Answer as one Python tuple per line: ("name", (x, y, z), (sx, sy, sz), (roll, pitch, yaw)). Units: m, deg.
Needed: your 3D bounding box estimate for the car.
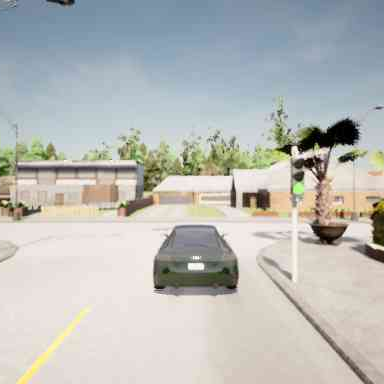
("car", (0.077, 1.562, 9.104), (1.994, 1.385, 4.181), (0, 0, 0))
